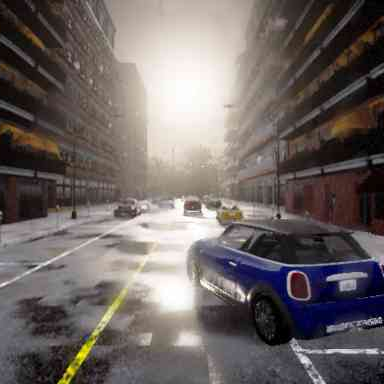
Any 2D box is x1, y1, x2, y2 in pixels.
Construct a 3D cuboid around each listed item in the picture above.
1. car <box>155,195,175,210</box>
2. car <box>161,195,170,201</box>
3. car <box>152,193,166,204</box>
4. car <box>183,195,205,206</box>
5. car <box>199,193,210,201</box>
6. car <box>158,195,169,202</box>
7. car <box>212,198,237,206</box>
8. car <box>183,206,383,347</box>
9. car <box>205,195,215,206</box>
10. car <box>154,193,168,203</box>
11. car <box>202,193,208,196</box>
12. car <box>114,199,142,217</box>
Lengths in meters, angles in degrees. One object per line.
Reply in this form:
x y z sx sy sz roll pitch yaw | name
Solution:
-3.111 1.395 41.524 1.812 1.442 4.674 0 0 0 | car
-5.871 1.353 74.448 1.802 1.307 4.206 1 0 0 | car
-5.857 1.371 57.744 2.008 1.369 4.403 1 0 0 | car
0.069 1.365 35.658 1.882 1.535 5.008 0 0 0 | car
2.780 1.087 74.421 2.192 1.841 5.009 1 0 0 | car
-5.866 1.354 68.880 1.947 1.339 4.313 1 0 0 | car
2.689 1.447 24.479 1.752 1.417 4.829 1 0 0 | car
1.472 1.329 6.684 2.097 1.767 4.553 0 0 -20 | car
2.738 1.435 41.655 1.947 1.339 4.313 1 0 0 | car
-5.859 1.119 63.311 2.192 1.841 5.009 1 0 0 | car
2.795 1.362 52.319 1.752 1.417 4.829 1 0 0 | car
-5.722 1.345 29.902 1.967 1.590 4.097 1 0 0 | car
